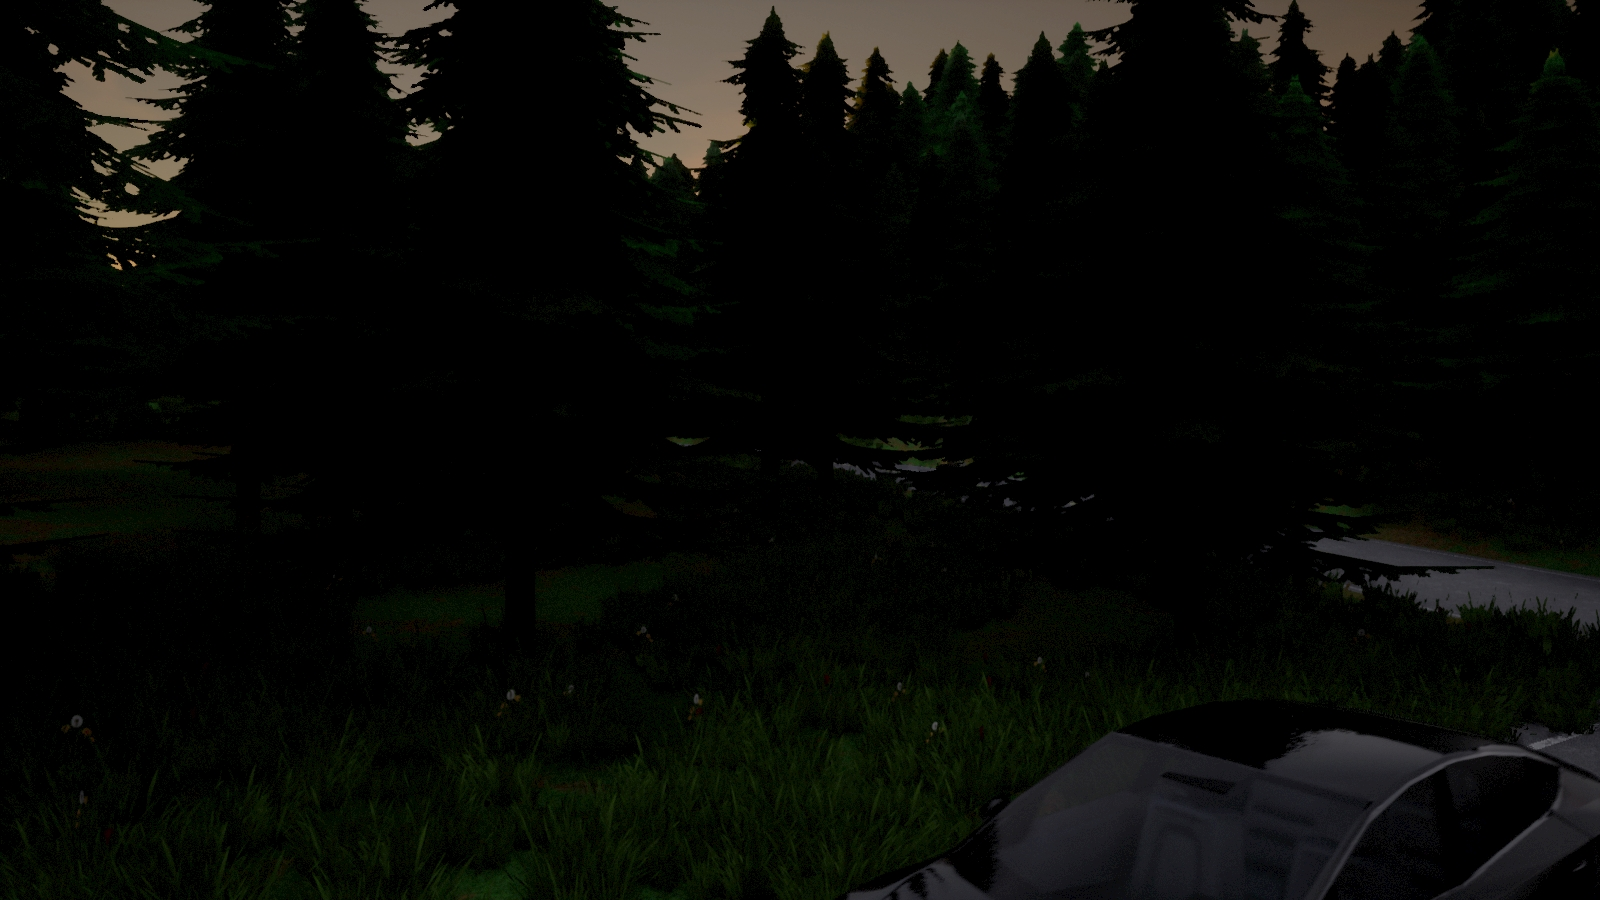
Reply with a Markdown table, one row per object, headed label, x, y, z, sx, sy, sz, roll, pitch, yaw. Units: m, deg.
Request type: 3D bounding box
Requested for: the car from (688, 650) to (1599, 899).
| label | x | y | z | sx | sy | sz | roll | pitch | yaw |
| --- | --- | --- | --- | --- | --- | --- | --- | --- | --- |
| car | 2.115 | 2.060 | 5.244 | 4.792 | 1.488 | 2.163 | 0 | 0 | -35 |
